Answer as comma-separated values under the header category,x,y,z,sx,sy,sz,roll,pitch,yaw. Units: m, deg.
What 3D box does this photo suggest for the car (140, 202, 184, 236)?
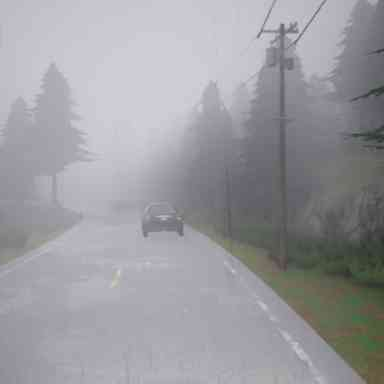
category,x,y,z,sx,sy,sz,roll,pitch,yaw
car,-1.804,1.359,18.656,2.097,1.767,4.553,0,0,-11

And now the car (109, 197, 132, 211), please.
category,x,y,z,sx,sy,sz,roll,pitch,yaw
car,-8.903,1.382,41.297,2.097,1.767,4.553,0,0,-24
